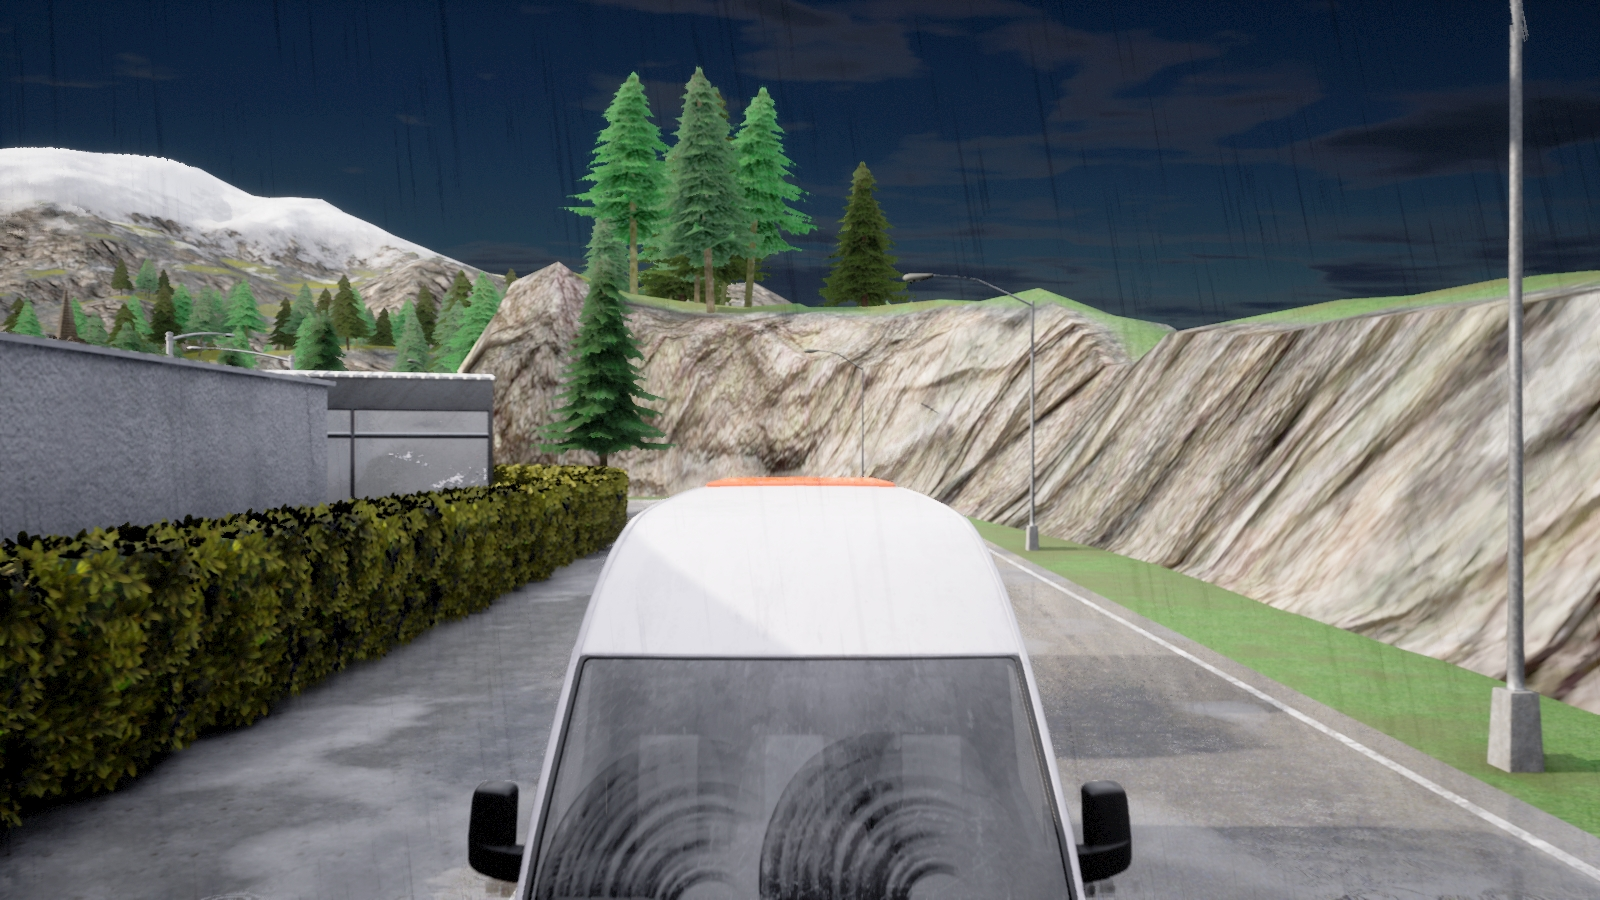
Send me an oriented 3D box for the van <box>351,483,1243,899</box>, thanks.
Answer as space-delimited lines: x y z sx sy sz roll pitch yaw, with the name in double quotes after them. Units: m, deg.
-0.010 1.525 5.504 1.988 2.561 5.915 0 0 0 "van"
